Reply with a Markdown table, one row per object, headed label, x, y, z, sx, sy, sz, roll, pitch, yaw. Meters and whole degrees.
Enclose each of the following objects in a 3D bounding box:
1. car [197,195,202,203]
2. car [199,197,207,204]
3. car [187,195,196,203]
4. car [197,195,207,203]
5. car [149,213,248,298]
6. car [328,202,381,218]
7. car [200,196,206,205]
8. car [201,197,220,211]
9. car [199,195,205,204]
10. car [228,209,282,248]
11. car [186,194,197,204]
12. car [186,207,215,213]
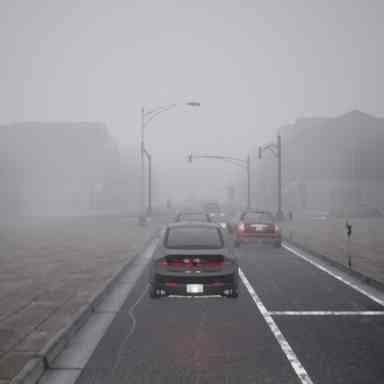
| label | x | y | z | sx | sy | sz | roll | pitch | yaw |
| --- | --- | --- | --- | --- | --- | --- | --- | --- | --- |
| car | 2.485 | 1.813 | 63.376 | 1.947 | 1.339 | 4.313 | 1 | -1 | 0 |
| car | 2.457 | 1.873 | 74.421 | 1.752 | 1.417 | 4.829 | 1 | -1 | 0 |
| car | -0.219 | 1.654 | 82.581 | 2.150 | 2.045 | 5.566 | 0 | -1 | 0 |
| car | 2.447 | 1.714 | 79.691 | 2.192 | 1.841 | 5.009 | 1 | -1 | 0 |
| car | 0.017 | 1.510 | 8.483 | 1.837 | 1.490 | 4.892 | 0 | 0 | -1 |
| car | 14.485 | 1.622 | 29.740 | 4.181 | 1.385 | 1.994 | 0 | -2 | 0 |
| car | 2.529 | 1.692 | 47.064 | 1.947 | 1.339 | 4.313 | 1 | 0 | 0 |
| car | 2.544 | 1.661 | 41.627 | 1.947 | 1.339 | 4.313 | 1 | 0 | 0 |
| car | 2.516 | 1.689 | 52.670 | 1.752 | 1.417 | 4.829 | 1 | 0 | 0 |
| car | 2.621 | 1.453 | 14.880 | 1.967 | 1.590 | 4.097 | 2 | 0 | 0 |
| car | -0.178 | 1.551 | 72.172 | 2.150 | 2.045 | 5.566 | 0 | -1 | 0 |
| car | 0.050 | 1.615 | 15.959 | 1.895 | 1.301 | 4.718 | 0 | 0 | 0 |
